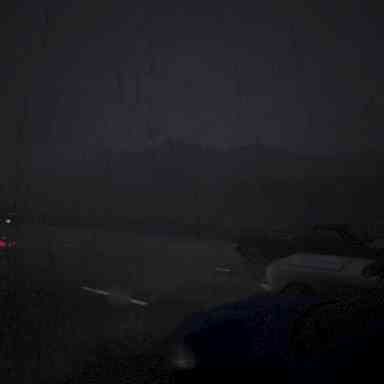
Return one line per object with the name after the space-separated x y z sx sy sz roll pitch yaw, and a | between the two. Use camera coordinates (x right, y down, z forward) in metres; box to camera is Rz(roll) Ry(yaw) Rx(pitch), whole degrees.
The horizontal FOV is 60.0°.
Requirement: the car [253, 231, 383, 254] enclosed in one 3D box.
3.640 1.604 5.703 4.718 1.301 1.895 0 0 36 | car

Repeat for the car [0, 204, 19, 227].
-13.450 1.572 22.171 4.892 1.490 1.837 0 0 35 | car

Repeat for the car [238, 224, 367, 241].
3.700 1.611 9.969 4.718 1.301 1.895 0 0 36 | car

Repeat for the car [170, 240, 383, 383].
2.088 1.478 2.511 5.008 1.535 1.882 0 0 36 | car
